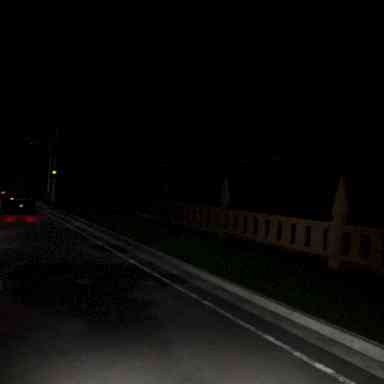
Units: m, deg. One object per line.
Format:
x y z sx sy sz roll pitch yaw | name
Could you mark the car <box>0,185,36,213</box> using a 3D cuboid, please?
-11.992 0.565 22.935 2.128 1.511 4.902 3 1 -32 | car
